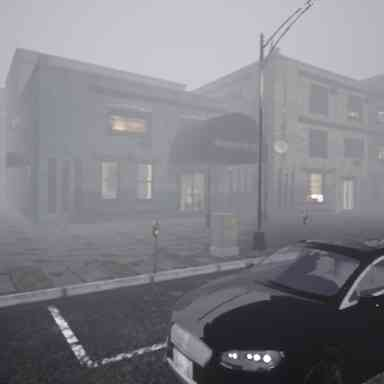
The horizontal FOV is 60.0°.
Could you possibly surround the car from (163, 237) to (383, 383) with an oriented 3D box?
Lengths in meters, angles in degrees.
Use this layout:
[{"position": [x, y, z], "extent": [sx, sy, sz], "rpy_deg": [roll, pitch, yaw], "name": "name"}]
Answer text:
[{"position": [1.991, 1.449, 4.622], "extent": [4.902, 1.511, 2.128], "rpy_deg": [0, 1, -32], "name": "car"}]
